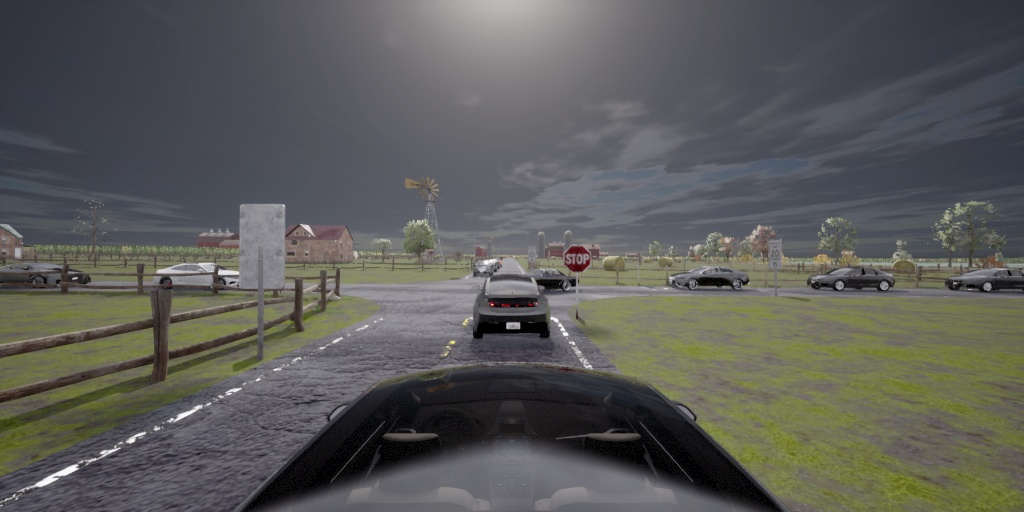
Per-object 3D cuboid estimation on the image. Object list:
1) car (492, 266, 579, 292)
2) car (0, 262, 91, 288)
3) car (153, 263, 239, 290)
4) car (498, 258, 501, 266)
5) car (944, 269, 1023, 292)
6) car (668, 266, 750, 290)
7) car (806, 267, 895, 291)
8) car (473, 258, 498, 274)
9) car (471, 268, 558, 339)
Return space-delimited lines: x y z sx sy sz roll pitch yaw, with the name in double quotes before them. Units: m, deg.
"car" 1.491 1.369 20.186 4.718 1.301 1.895 1 0 -35
"car" -26.372 1.048 19.962 4.181 1.385 1.994 1 -1 -1
"car" -17.252 1.104 20.088 4.674 1.442 1.812 1 -1 -1
"car" -2.872 1.241 46.270 2.128 1.511 4.902 0 0 0
"car" 31.692 1.587 23.720 4.892 1.490 1.837 1 -1 -1
"car" 12.788 1.396 23.419 4.902 1.511 2.128 1 -1 -2
"car" 22.190 1.499 23.595 4.892 1.490 1.837 1 -1 -1
"car" -2.875 1.243 36.825 2.128 1.511 4.902 0 0 0
"car" -0.078 1.256 10.139 1.837 1.490 4.892 0 0 -2
